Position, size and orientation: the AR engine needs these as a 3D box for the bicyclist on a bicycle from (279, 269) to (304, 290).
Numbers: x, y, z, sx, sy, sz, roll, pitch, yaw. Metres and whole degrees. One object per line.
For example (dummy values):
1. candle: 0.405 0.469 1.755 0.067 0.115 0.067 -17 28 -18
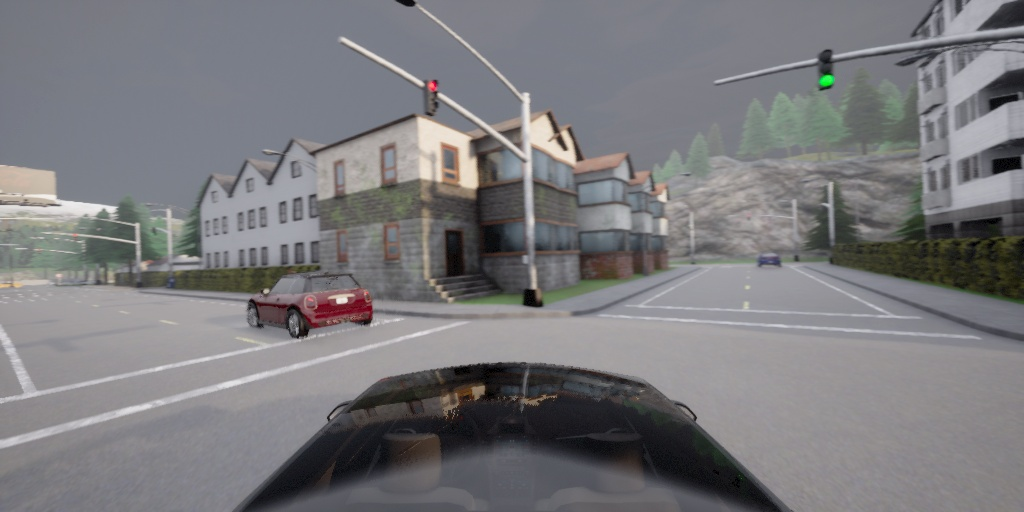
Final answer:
1. bicyclist on a bicycle: -11.912 1.511 19.547 0.582 1.620 1.656 -2 0 34

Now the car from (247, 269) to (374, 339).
1. car: -6.321 1.309 11.076 4.553 1.767 2.097 -2 0 37

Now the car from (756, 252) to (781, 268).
1. car: 26.990 0.382 37.789 1.882 1.535 5.008 -2 0 31
